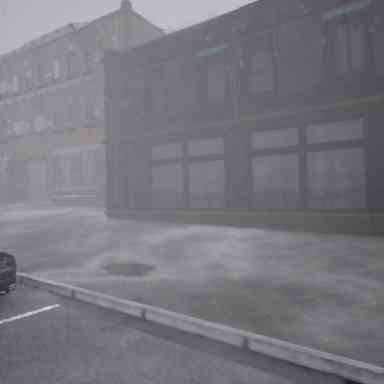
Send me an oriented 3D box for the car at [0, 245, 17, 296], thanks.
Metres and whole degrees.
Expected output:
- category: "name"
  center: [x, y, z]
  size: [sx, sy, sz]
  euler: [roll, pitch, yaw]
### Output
- category: "car"
  center: [-5.753, 1.482, 7.301]
  size: [4.892, 1.521, 2.231]
  euler: [0, 0, 35]
